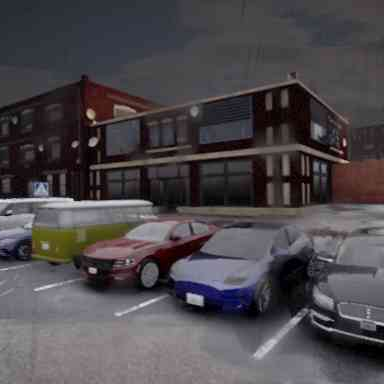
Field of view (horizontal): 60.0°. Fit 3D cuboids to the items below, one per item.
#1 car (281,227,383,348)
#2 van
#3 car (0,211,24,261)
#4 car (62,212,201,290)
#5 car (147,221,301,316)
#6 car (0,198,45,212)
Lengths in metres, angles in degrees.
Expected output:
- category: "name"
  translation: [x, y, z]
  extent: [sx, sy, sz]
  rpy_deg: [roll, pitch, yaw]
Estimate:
- category: "car"
  translation: [3.706, 1.482, 6.320]
  extent: [2.231, 1.521, 4.892]
  rpy_deg: [0, 0, 36]
- category: "van"
  translation: [-2.863, 1.282, 11.140]
  extent: [1.878, 1.987, 4.442]
  rpy_deg: [0, 0, 36]
- category: "car"
  translation: [-5.269, 1.565, 12.719]
  extent: [2.002, 1.452, 4.674]
  rpy_deg: [-1, 0, 36]
- category: "car"
  translation: [-0.781, 1.495, 9.520]
  extent: [2.097, 1.535, 5.008]
  rpy_deg: [0, 0, 36]
- category: "car"
  translation: [1.442, 1.516, 7.891]
  extent: [2.163, 1.488, 4.792]
  rpy_deg: [0, 0, 36]
- category: "car"
  translation: [-7.536, 1.293, 14.297]
  extent: [2.435, 2.045, 5.566]
  rpy_deg: [-1, 0, 36]
